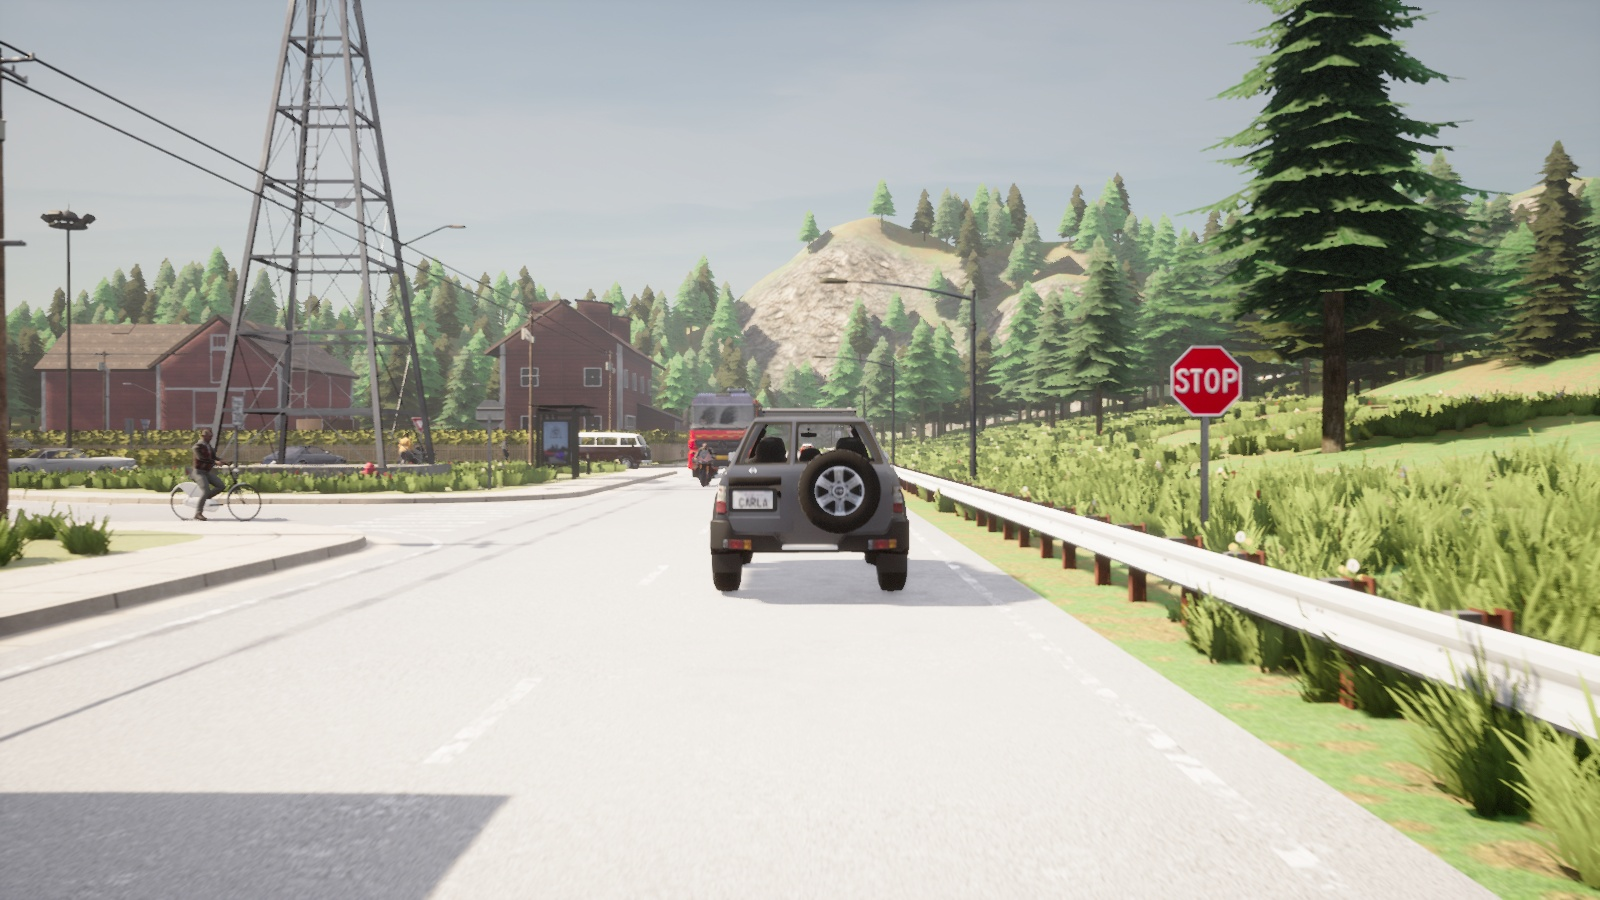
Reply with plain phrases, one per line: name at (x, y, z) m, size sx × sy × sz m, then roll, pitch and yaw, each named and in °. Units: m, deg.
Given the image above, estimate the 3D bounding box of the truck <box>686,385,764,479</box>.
truck at (-3.166, -0.743, 55.318) m, size 2.891 × 3.827 × 8.468 m, roll 0°, pitch 0°, yaw 0°

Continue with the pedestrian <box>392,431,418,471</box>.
pedestrian at (-18.303, 0.056, 58.163) m, size 0.874 × 1.855 × 0.900 m, roll 0°, pitch 0°, yaw 5°

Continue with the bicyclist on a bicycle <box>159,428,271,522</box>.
bicyclist on a bicycle at (-11.148, 0.469, 23.948) m, size 1.843 × 1.776 × 0.659 m, roll 0°, pitch 0°, yaw 5°

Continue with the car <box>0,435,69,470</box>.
car at (-41.866, 0.139, 66.963) m, size 4.605 × 1.855 × 1.932 m, roll 0°, pitch 0°, yaw 0°

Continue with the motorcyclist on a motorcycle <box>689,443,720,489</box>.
motorcyclist on a motorcycle at (-3.238, 0.529, 42.844) m, size 0.866 × 1.530 × 2.191 m, roll 0°, pitch 0°, yaw 0°

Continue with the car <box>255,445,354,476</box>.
car at (-22.702, 0.456, 57.693) m, size 1.994 × 1.385 × 4.181 m, roll 0°, pitch 0°, yaw 18°

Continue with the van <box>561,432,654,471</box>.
van at (-10.186, 0.073, 66.710) m, size 4.480 × 2.038 × 2.069 m, roll 0°, pitch 0°, yaw 6°

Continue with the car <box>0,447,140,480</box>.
car at (-29.357, 0.529, 50.480) m, size 4.718 × 1.301 × 1.895 m, roll 0°, pitch 0°, yaw -15°

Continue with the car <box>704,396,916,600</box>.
car at (0.096, 0.478, 13.749) m, size 1.932 × 1.855 × 4.605 m, roll 0°, pitch -1°, yaw 0°
